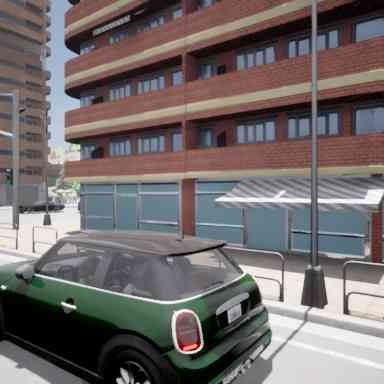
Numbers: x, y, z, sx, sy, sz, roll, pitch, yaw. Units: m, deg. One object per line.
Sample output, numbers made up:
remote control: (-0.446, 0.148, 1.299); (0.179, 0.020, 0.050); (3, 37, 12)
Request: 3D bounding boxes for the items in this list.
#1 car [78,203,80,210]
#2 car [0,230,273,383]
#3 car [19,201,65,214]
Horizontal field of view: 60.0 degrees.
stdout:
car: (-10.380, 1.476, 37.552); (1.882, 1.535, 5.008); (0, 0, 36)
car: (-1.261, 1.352, 4.892); (4.553, 1.767, 2.097); (0, 0, 36)
car: (-16.269, 1.599, 35.696); (1.895, 1.301, 4.718); (0, 0, 36)
